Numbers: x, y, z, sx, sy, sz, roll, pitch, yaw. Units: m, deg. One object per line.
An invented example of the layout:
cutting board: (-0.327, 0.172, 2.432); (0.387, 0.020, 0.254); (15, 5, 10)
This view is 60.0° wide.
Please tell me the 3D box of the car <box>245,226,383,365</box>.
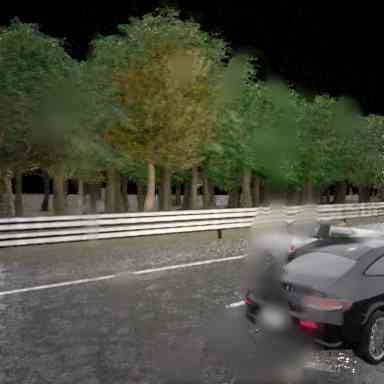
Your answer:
car: (2.974, 1.513, 5.761); (4.674, 1.442, 1.812); (0, 0, -35)

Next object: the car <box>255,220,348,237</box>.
car: (4.338, 1.574, 10.929); (4.718, 1.301, 1.895); (0, 0, -34)
